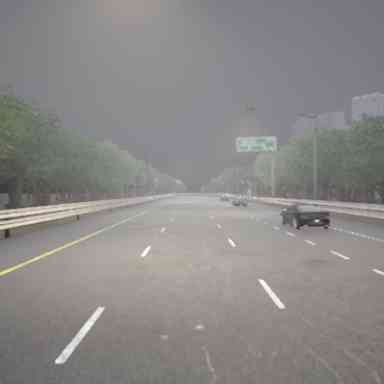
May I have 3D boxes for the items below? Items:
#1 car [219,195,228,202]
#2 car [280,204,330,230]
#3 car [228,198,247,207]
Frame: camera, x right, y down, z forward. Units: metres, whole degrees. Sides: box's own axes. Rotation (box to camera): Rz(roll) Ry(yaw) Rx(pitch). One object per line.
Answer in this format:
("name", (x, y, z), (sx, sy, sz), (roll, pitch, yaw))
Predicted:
("car", (7.264, 1.466, 75.657), (1.812, 1.442, 4.674), (0, 0, 0))
("car", (7.028, 1.493, 21.143), (1.882, 1.535, 5.008), (0, 0, 0))
("car", (7.144, 1.571, 50.687), (1.895, 1.301, 4.718), (0, 0, 0))
